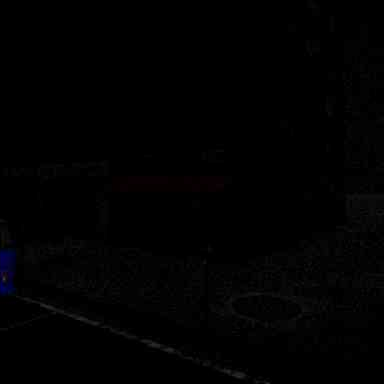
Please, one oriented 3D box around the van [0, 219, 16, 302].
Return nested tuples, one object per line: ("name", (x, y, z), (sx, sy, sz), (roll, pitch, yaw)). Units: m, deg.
("van", (-5.310, 1.341, 6.876), (3.998, 1.788, 1.690), (0, 0, 36))
